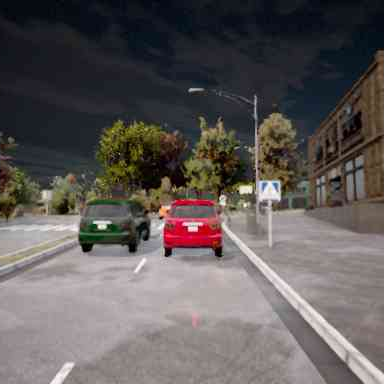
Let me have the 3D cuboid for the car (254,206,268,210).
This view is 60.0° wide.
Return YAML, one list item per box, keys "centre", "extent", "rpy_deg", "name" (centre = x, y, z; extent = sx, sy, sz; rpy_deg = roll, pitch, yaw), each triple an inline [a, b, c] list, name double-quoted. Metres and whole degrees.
- centre: [18.787, 4.396, 89.134]
  extent: [4.674, 1.442, 1.812]
  rpy_deg: [-3, -6, 37]
  name: "car"

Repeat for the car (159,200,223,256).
- centre: [0.057, 1.349, 13.908]
  extent: [2.150, 2.045, 5.566]
  rpy_deg: [0, 0, 1]
  name: "car"

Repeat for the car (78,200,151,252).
- centre: [-3.205, 1.356, 14.742]
  extent: [2.150, 2.045, 5.566]
  rpy_deg: [0, 0, 1]
  name: "car"

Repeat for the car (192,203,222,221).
- centre: [1.404, 1.768, 29.713]
  extent: [1.994, 1.385, 4.181]
  rpy_deg: [-1, -1, 12]
  name: "car"

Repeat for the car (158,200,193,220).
- centre: [-1.481, 1.646, 31.492]
  extent: [2.097, 1.767, 4.553]
  rpy_deg: [-1, -2, 13]
  name: "car"
